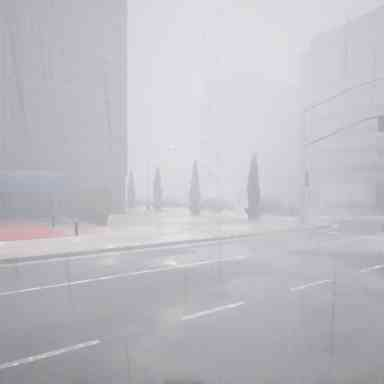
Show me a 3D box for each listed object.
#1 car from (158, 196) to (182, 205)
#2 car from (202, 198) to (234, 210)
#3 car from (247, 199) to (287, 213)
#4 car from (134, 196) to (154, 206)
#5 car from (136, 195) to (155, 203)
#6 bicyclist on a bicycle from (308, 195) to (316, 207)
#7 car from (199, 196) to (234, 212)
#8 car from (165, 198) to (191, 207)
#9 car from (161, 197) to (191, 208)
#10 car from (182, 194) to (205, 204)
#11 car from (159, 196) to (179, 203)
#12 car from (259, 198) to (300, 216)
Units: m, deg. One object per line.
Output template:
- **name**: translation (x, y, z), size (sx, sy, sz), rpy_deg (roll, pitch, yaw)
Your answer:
- **car**: translation (-4.170, 1.547, 62.396), size (2.033, 1.411, 5.357), rpy_deg (0, 0, -35)
- **car**: translation (3.429, 1.526, 45.021), size (1.812, 1.442, 4.674), rpy_deg (0, 0, -35)
- **car**: translation (8.433, 1.564, 37.833), size (1.994, 1.385, 4.181), rpy_deg (0, 0, -35)
- **car**: translation (-8.199, 1.526, 55.646), size (1.812, 1.442, 4.674), rpy_deg (0, 0, -34)
- **car**: translation (-9.891, 1.520, 70.420), size (2.128, 1.511, 4.902), rpy_deg (0, 0, -35)
- **bicyclist on a bicycle**: translation (16.852, 1.301, 46.709), size (1.656, 1.620, 0.582), rpy_deg (0, 0, -35)
- **car**: translation (2.922, 1.491, 39.622), size (2.128, 1.511, 4.902), rpy_deg (0, 0, -35)
- **car**: translation (-2.298, 1.601, 53.257), size (1.895, 1.301, 4.718), rpy_deg (0, 0, -35)
- **car**: translation (-2.648, 1.547, 47.623), size (2.033, 1.411, 5.357), rpy_deg (0, 0, -35)
- **car**: translation (0.256, 1.352, 62.167), size (2.097, 1.767, 4.553), rpy_deg (0, 0, -35)
- **car**: translation (-4.875, 1.601, 69.501), size (1.895, 1.301, 4.718), rpy_deg (0, 0, -35)
- **car**: translation (8.123, 1.352, 32.152), size (2.097, 1.767, 4.553), rpy_deg (0, 0, -35)
